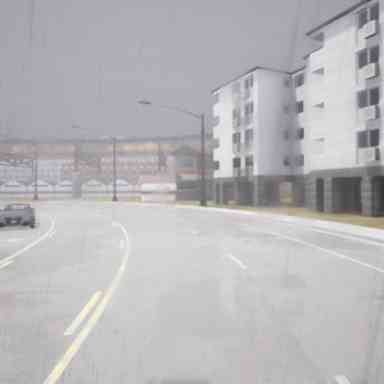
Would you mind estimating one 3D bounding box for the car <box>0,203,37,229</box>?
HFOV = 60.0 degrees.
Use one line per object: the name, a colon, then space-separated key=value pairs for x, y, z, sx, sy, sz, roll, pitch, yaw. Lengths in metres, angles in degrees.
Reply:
car: x=-10.276 y=1.377 z=19.634 sx=1.994 sy=1.385 sz=4.181 roll=-1 pitch=1 yaw=-22
